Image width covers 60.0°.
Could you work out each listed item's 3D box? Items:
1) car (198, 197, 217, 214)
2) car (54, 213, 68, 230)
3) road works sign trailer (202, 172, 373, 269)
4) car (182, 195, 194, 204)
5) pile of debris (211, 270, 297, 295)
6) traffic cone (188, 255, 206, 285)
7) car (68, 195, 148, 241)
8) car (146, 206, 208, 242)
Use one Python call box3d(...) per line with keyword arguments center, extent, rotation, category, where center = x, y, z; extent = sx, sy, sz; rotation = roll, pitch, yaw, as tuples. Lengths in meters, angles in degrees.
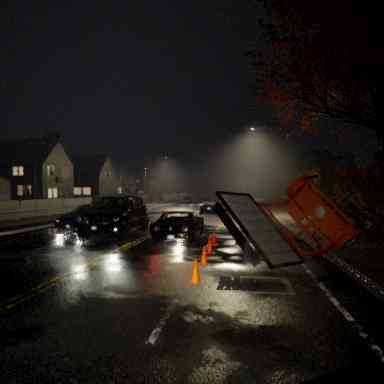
box3d(center=(1.901, 1.530, 33.299), extent=(1.994, 1.385, 4.181), rotation=(0, 0, 8), category="car")
box3d(center=(-6.592, 1.533, 21.274), extent=(2.033, 1.411, 5.357), rotation=(0, 0, 8), category="car")
box3d(center=(2.311, 1.084, 9.021), extent=(3.560, 2.880, 2.380), rotation=(4, 40, -42), category="road works sign trailer")
box3d(center=(-0.707, 1.413, 62.069), extent=(1.837, 1.490, 4.892), rotation=(0, 0, 9), category="car")
box3d(center=(1.443, 2.152, 8.023), extent=(1.860, 0.140, 1.500), rotation=(0, -1, 8), category="pile of debris")
box3d(center=(0.090, 1.950, 8.205), extent=(0.340, 0.580, 0.340), rotation=(0, 0, 8), category="traffic cone")
box3d(center=(-3.890, 1.210, 17.217), extent=(2.150, 2.045, 5.566), rotation=(0, 0, 8), category="car")
box3d(center=(-0.552, 1.589, 16.193), extent=(1.895, 1.301, 4.718), rotation=(0, 0, 8), category="car")
